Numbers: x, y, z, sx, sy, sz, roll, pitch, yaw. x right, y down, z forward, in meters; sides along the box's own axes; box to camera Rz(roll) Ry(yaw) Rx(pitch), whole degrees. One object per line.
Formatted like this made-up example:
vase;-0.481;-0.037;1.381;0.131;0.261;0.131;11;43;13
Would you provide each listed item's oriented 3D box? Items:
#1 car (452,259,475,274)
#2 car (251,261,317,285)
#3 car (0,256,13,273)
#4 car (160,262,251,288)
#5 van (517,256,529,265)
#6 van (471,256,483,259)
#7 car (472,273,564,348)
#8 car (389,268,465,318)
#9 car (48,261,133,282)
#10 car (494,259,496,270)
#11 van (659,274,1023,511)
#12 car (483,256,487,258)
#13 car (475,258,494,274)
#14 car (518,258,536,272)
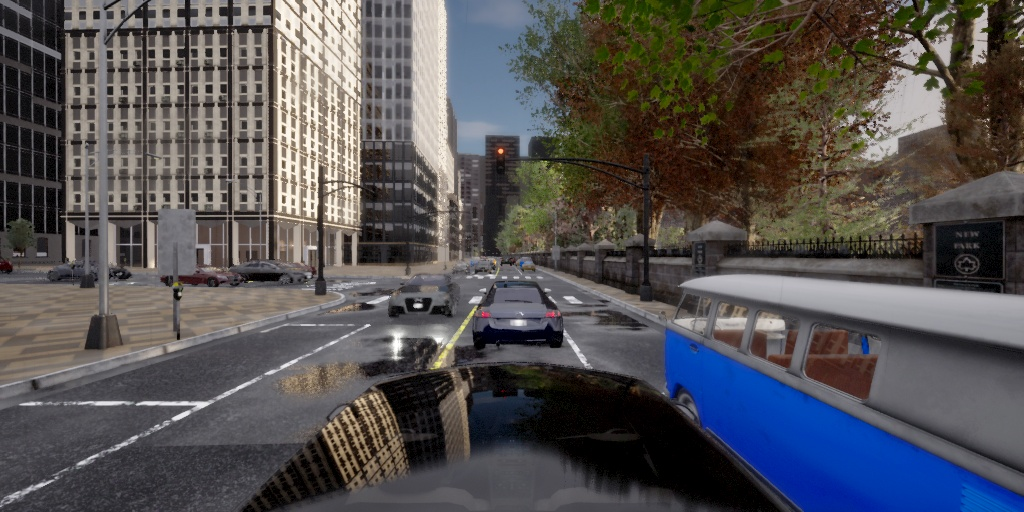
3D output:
car;-5.644;1.288;40.304;2.007;1.370;4.403;0;0;-1
car;-15.679;1.079;23.436;4.902;1.511;2.128;1;0;2
car;-45.544;0.676;30.519;4.097;1.591;1.967;0;0;1
car;-18.158;1.149;20.984;4.207;1.307;1.802;0;0;4
van;1.992;1.071;51.730;1.690;1.789;3.998;0;0;-1
van;-6.330;1.063;62.479;1.690;1.789;3.998;0;0;-2
car;0.098;1.313;9.218;1.994;1.385;4.181;0;0;-1
car;-2.934;1.313;12.809;1.994;1.385;4.181;0;0;-3
car;-28.320;1.009;24.153;4.181;1.385;1.994;1;0;3
car;-3.415;1.295;50.858;1.994;1.385;4.181;0;0;-2
van;2.567;1.091;2.639;1.690;1.789;3.998;0;0;0
car;-3.666;1.201;61.282;1.882;1.535;5.008;0;0;-1
car;-3.229;1.242;40.878;1.837;1.490;4.892;0;0;-3
car;2.116;1.260;46.357;1.751;1.417;4.829;0;0;-1
